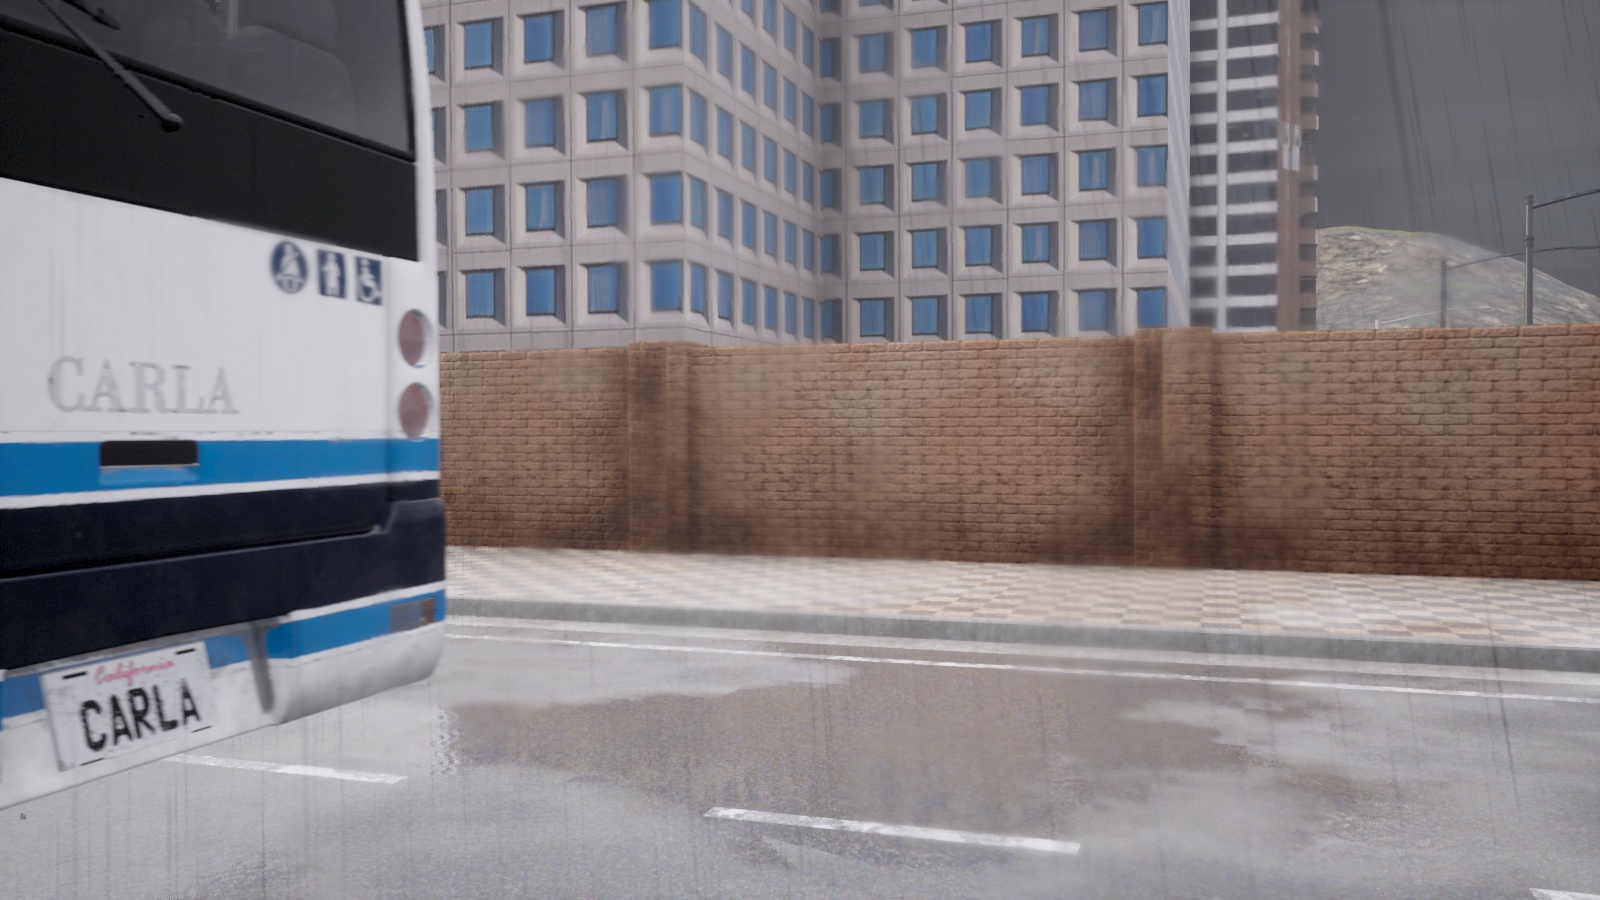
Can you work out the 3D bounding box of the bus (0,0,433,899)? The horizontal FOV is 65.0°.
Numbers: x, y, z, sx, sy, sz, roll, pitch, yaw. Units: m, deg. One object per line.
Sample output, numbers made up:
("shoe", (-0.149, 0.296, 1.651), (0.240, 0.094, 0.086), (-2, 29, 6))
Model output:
("bus", (-7.214, -0.667, 5.616), (10.273, 4.253, 3.944), (1, 1, 18))
